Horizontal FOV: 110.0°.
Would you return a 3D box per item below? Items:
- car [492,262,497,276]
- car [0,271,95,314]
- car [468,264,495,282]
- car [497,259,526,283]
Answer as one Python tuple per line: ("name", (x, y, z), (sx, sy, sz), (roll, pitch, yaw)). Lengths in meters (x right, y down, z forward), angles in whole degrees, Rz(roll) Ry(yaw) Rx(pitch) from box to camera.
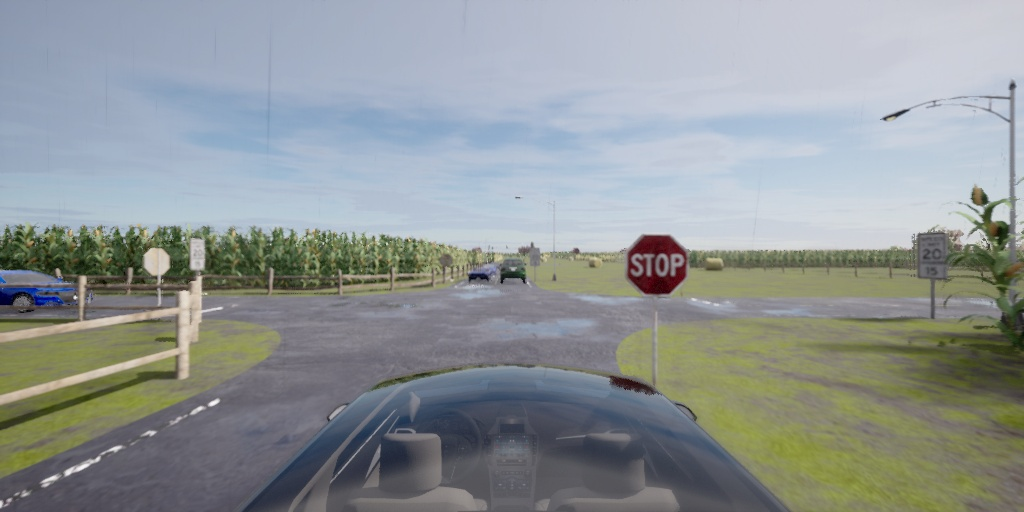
("car", (-2.862, 1.678, 44.605), (1.812, 1.442, 4.674), (0, -1, 0))
("car", (-19.242, 1.305, 13.782), (5.008, 1.535, 1.882), (0, 0, -1))
("car", (-2.852, 1.647, 32.453), (1.895, 1.301, 4.718), (0, -1, 0))
("car", (0.098, 1.262, 31.845), (2.150, 2.045, 5.566), (0, -1, 0))
